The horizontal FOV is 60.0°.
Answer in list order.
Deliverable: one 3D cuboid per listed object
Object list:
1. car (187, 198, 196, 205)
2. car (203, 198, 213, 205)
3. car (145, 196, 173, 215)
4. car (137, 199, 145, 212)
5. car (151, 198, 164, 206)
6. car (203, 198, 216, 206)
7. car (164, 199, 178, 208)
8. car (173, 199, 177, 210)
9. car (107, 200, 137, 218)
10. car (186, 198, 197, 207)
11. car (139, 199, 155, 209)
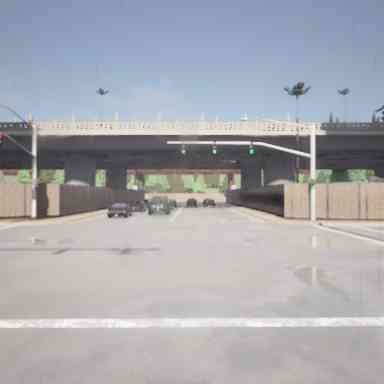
[{"bbox_3d":[-0.047,2.040,73.265,1.837,1.490,4.892,0,0,0],"label":"car"},{"bbox_3d":[3.453,2.093,73.267,1.994,1.385,4.181,0,0,0],"label":"car"},{"bbox_3d":[-3.616,1.499,37.524,2.150,2.045,5.566,0,0,-1],"label":"car"},{"bbox_3d":[-7.118,1.823,42.960,1.837,1.490,4.892,0,0,0],"label":"car"},{"bbox_3d":[-7.047,2.049,67.940,2.033,1.411,5.357,0,0,0],"label":"car"},{"bbox_3d":[3.459,1.993,63.280,1.812,1.442,4.674,0,0,0],"label":"car"},{"bbox_3d":[-3.618,1.979,58.386,2.033,1.411,5.357,0,0,0],"label":"car"},{"bbox_3d":[-3.608,1.855,47.335,1.837,1.490,4.892,0,0,0],"label":"car"},{"bbox_3d":[-7.138,1.794,33.339,2.033,1.411,5.357,0,0,-3],"label":"car"},{"bbox_3d":[-0.041,1.970,62.903,1.837,1.490,4.892,0,0,0],"label":"car"},{"bbox_3d":[-7.120,1.897,53.087,1.837,1.490,4.892,0,0,0],"label":"car"}]
